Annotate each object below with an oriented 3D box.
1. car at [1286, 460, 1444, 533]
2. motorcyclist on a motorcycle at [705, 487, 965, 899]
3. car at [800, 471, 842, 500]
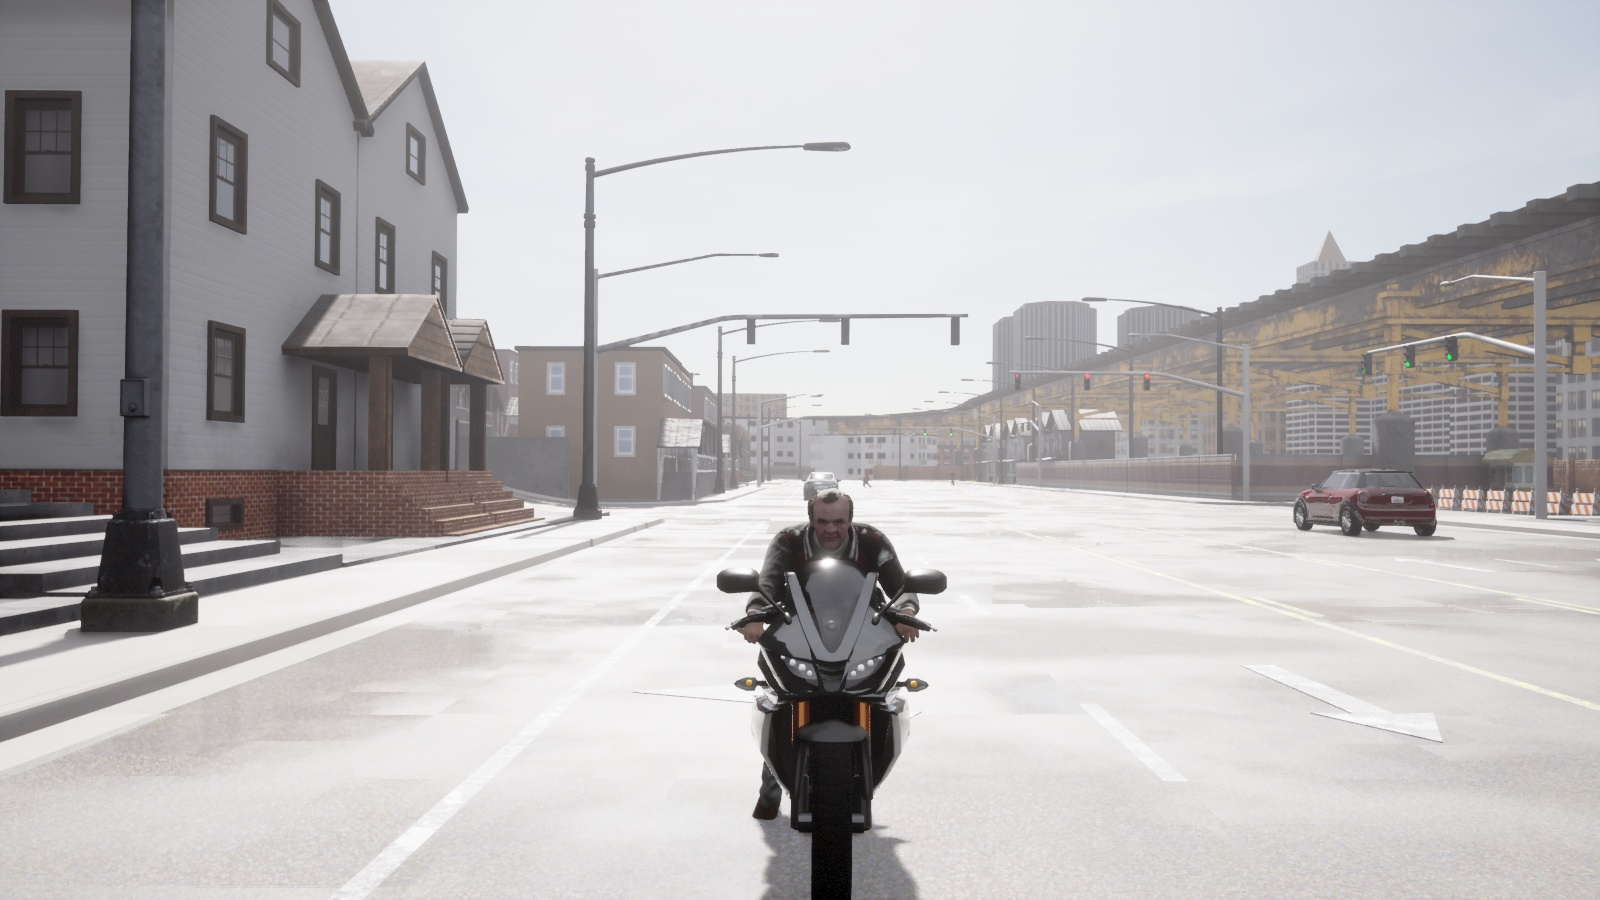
[{"bbox_3d":[14.574,1.162,32.692,2.097,1.767,4.553,0,-1,1],"label":"car"},{"bbox_3d":[0.135,0.938,5.312,0.866,1.530,2.191,0,-1,1],"label":"motorcyclist on a motorcycle"},{"bbox_3d":[1.191,1.906,68.064,2.128,1.511,4.902,0,-1,2],"label":"car"}]
